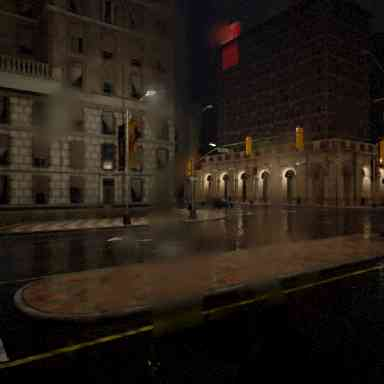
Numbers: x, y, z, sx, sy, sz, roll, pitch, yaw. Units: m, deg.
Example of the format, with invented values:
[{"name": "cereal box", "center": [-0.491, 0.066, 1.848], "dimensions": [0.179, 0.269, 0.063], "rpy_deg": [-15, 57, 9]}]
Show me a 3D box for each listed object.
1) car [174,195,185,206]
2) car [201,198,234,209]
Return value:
[{"name": "car", "center": [-2.988, 1.526, 56.110], "dimensions": [1.812, 1.442, 4.674], "rpy_deg": [0, 0, -35]}, {"name": "car", "center": [3.485, 1.547, 46.956], "dimensions": [2.033, 1.411, 5.357], "rpy_deg": [0, 0, -36]}]
